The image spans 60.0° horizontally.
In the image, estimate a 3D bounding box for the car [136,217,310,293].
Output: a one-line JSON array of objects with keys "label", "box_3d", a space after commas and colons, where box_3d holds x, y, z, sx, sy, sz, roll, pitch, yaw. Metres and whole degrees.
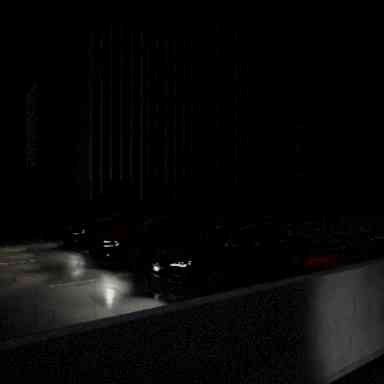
[{"label": "car", "box_3d": [1.169, 1.526, 9.057, 4.892, 1.490, 1.837, 0, 0, -35]}]

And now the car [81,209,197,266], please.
[{"label": "car", "box_3d": [-1.024, 1.498, 11.793, 5.008, 1.535, 1.882, 0, 0, -35]}]

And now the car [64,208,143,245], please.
[{"label": "car", "box_3d": [-2.985, 1.498, 14.691, 5.008, 1.535, 1.882, 0, 0, -35]}]
